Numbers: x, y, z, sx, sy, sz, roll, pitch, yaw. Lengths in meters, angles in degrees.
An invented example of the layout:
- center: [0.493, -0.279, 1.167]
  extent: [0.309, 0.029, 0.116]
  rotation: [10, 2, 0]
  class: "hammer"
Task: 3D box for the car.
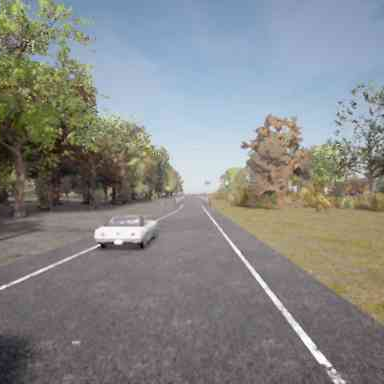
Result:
- center: [-2.735, 1.654, 14.955]
  extent: [1.895, 1.301, 4.718]
  rotation: [0, 0, 2]
  class: "car"
